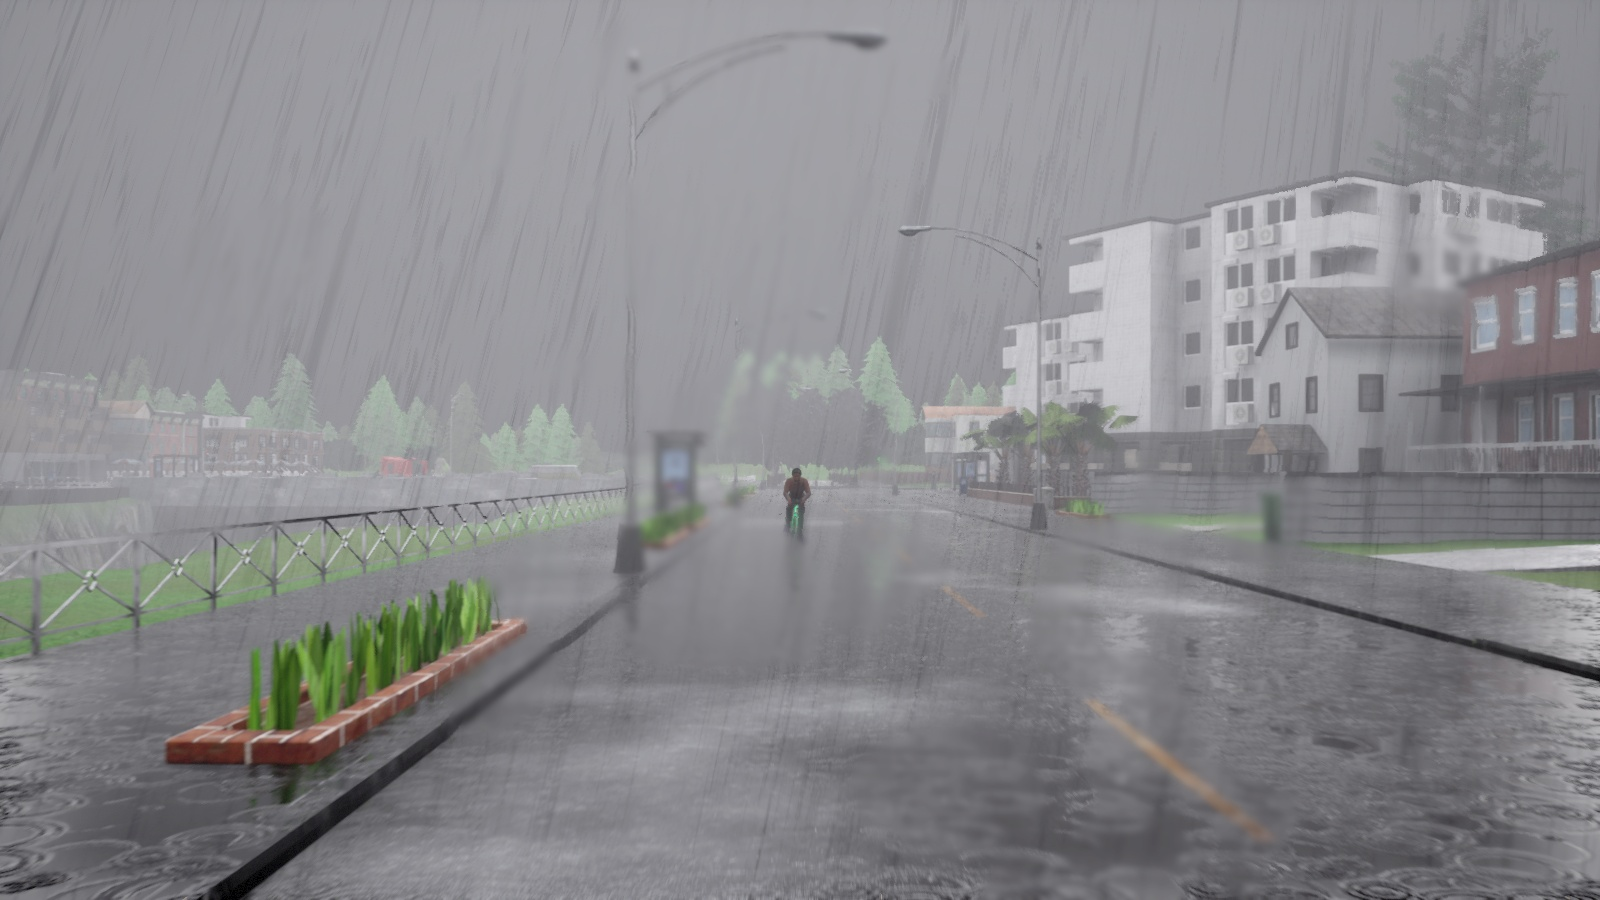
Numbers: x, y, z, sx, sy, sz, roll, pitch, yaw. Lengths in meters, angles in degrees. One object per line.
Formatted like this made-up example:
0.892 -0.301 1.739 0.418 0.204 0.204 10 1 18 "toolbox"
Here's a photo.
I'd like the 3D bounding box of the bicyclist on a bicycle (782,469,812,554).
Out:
-0.059 1.183 24.803 0.582 1.620 1.656 0 -1 0 "bicyclist on a bicycle"
